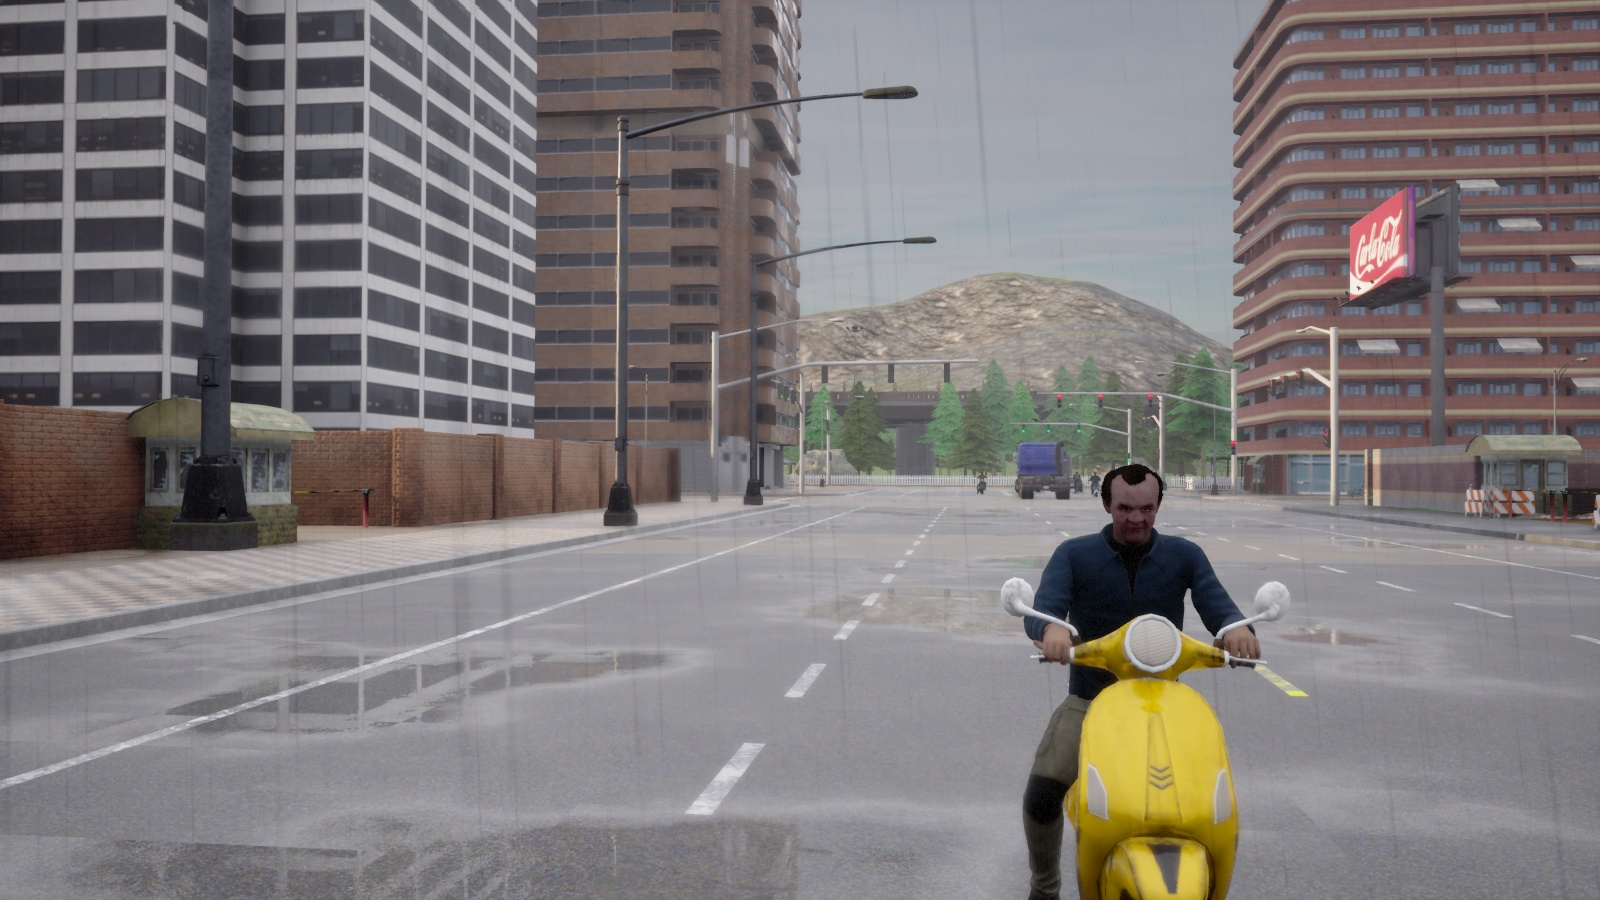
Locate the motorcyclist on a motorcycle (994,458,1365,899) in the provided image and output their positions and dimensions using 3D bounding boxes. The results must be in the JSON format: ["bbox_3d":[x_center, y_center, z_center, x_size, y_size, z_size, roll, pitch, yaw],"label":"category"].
[{"bbox_3d":[1.080,0.831,4.042,0.866,1.590,1.817,0,-1,8],"label":"motorcyclist on a motorcycle"}]

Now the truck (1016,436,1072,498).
[{"bbox_3d":[14.511,1.034,75.171,2.891,3.462,7.936,0,-1,8],"label":"truck"}]
